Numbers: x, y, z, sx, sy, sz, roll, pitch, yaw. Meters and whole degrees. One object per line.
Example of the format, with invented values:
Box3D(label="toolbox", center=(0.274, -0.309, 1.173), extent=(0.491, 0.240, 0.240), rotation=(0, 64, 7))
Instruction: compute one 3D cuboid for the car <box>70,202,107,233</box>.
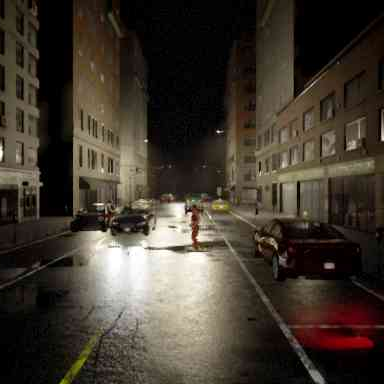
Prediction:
Box3D(label="car", center=(-5.587, 1.433, 19.444), extent=(1.967, 1.590, 4.097), rotation=(0, 0, 0))

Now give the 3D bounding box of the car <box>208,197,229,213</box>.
Box3D(label="car", center=(3.012, 1.516, 36.153), extent=(1.752, 1.417, 4.829), rotation=(0, 0, 0))

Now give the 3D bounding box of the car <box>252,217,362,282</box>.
Box3D(label="car", center=(3.041, 1.475, 9.811), extent=(1.882, 1.535, 5.008), rotation=(0, 0, 0))

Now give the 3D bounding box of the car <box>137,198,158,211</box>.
Box3D(label="car", center=(-5.490, 1.541, 41.546), extent=(2.008, 1.369, 4.403), rotation=(0, 0, 0))

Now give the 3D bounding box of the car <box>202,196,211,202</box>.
Box3D(label="car", center=(3.176, 1.565, 73.784), extent=(1.947, 1.339, 4.313), rotation=(0, 0, 0))

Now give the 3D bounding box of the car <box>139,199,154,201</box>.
Box3D(label="car", center=(-5.515, 1.516, 35.851), extent=(1.752, 1.417, 4.829), rotation=(0, 0, 0))

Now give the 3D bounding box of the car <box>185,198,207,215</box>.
Box3D(label="car", center=(0.229, 1.591, 34.049), extent=(1.895, 1.301, 4.718), rotation=(0, 0, 0))

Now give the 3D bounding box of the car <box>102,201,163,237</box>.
Box3D(label="car", center=(-3.024, 1.485, 17.981), extent=(2.128, 1.511, 4.902), rotation=(0, 0, 0))

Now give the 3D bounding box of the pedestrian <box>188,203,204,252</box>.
Box3D(label="pedestrian", center=(0.125, 1.290, 12.311), extent=(0.375, 1.860, 0.375), rotation=(0, 0, -10))

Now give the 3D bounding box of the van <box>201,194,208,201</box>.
Box3D(label="van", center=(3.223, 1.345, 84.786), extent=(1.690, 1.788, 3.998), rotation=(0, 0, 0))

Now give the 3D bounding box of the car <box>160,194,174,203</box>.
Box3D(label="car", center=(-5.374, 1.312, 68.320), extent=(2.192, 1.841, 5.009), rotation=(0, 0, 0))

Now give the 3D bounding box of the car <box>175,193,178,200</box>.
Box3D(label="car", center=(-5.302, 1.443, 84.824), extent=(1.967, 1.590, 4.097), rotation=(0, 0, 0))

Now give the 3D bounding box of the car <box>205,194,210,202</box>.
Box3D(label="car", center=(3.152, 1.542, 68.282), extent=(1.887, 1.381, 4.507), rotation=(0, 0, 0))

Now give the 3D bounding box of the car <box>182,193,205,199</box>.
Box3D(label="car", center=(0.190, 1.212, 43.991), extent=(2.150, 2.045, 5.566), rotation=(0, 0, 0))
